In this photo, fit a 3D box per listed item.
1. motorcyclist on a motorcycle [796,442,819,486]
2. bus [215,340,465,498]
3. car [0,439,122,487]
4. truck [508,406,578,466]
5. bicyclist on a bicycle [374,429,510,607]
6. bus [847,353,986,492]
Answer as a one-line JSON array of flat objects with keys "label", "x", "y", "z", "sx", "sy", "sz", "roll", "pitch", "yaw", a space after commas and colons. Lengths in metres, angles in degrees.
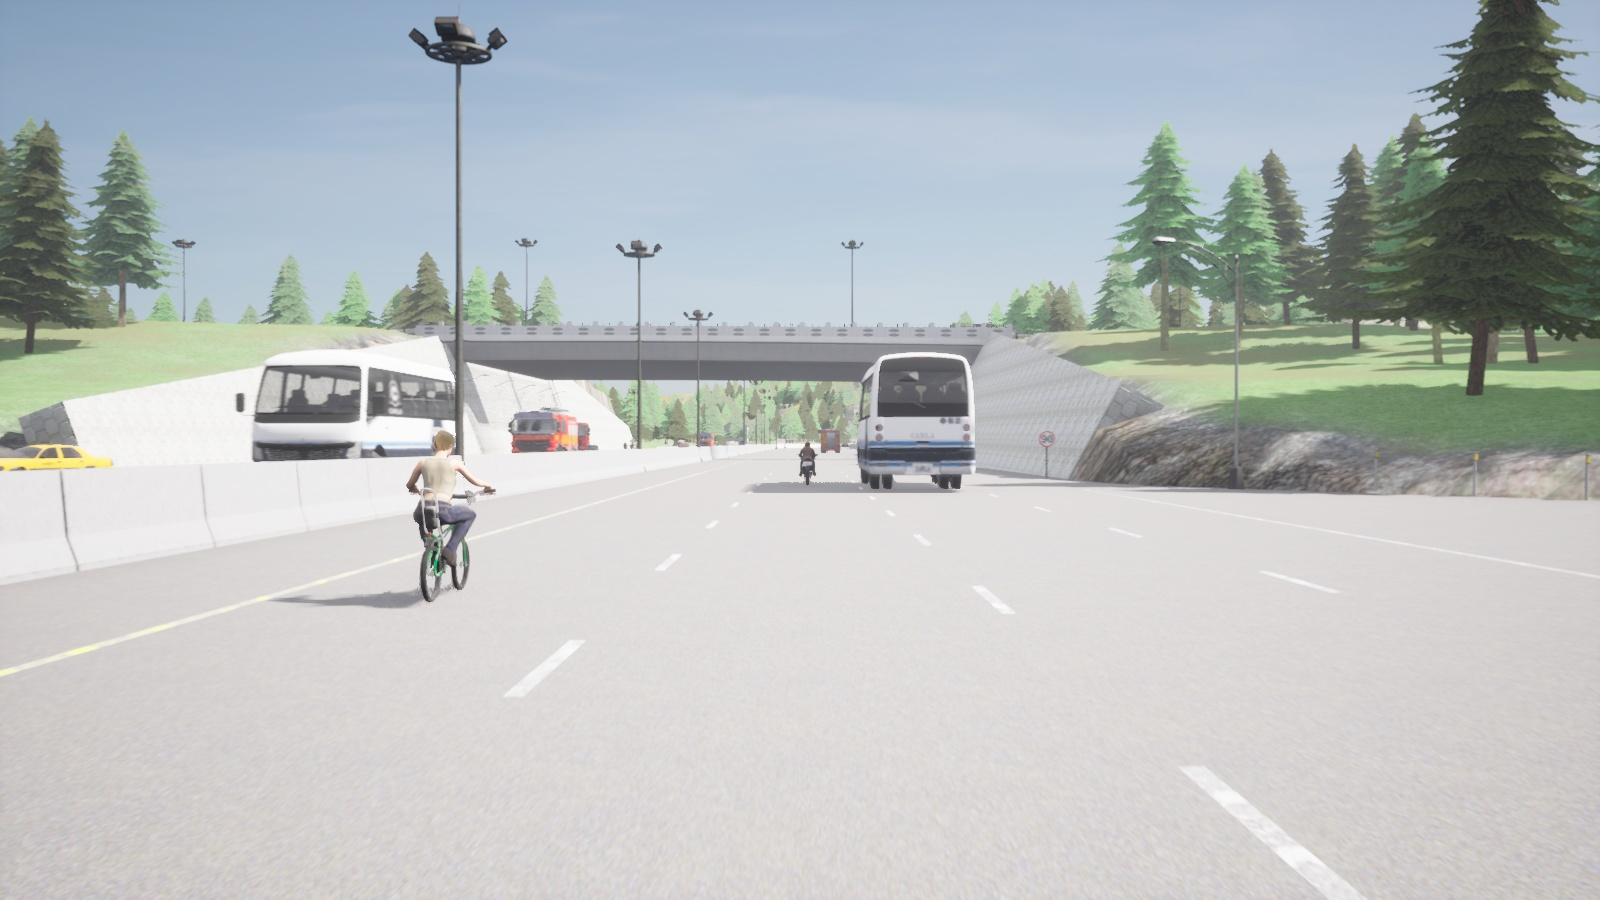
[{"label": "motorcyclist on a motorcycle", "x": 0.268, "y": 0.478, "z": 44.523, "sx": 0.797, "sy": 1.523, "sz": 2.044, "roll": 0, "pitch": 0, "yaw": 0}, {"label": "bus", "x": -13.762, "y": -0.861, "z": 38.981, "sx": 3.944, "sy": 4.253, "sz": 10.273, "roll": 0, "pitch": 0, "yaw": 0}, {"label": "car", "x": -26.624, "y": 0.417, "z": 43.992, "sx": 1.801, "sy": 1.575, "sz": 5.366, "roll": 0, "pitch": 0, "yaw": 16}, {"label": "truck", "x": -17.009, "y": -0.903, "z": 83.588, "sx": 2.891, "sy": 3.827, "sz": 8.468, "roll": 0, "pitch": 0, "yaw": 0}, {"label": "bicyclist on a bicycle", "x": -3.420, "y": 0.612, "z": 12.132, "sx": 0.866, "sy": 1.612, "sz": 1.509, "roll": 0, "pitch": 0, "yaw": 1}, {"label": "bus", "x": 3.765, "y": -0.874, "z": 43.749, "sx": 3.944, "sy": 4.253, "sz": 10.273, "roll": 0, "pitch": 0, "yaw": 0}]
